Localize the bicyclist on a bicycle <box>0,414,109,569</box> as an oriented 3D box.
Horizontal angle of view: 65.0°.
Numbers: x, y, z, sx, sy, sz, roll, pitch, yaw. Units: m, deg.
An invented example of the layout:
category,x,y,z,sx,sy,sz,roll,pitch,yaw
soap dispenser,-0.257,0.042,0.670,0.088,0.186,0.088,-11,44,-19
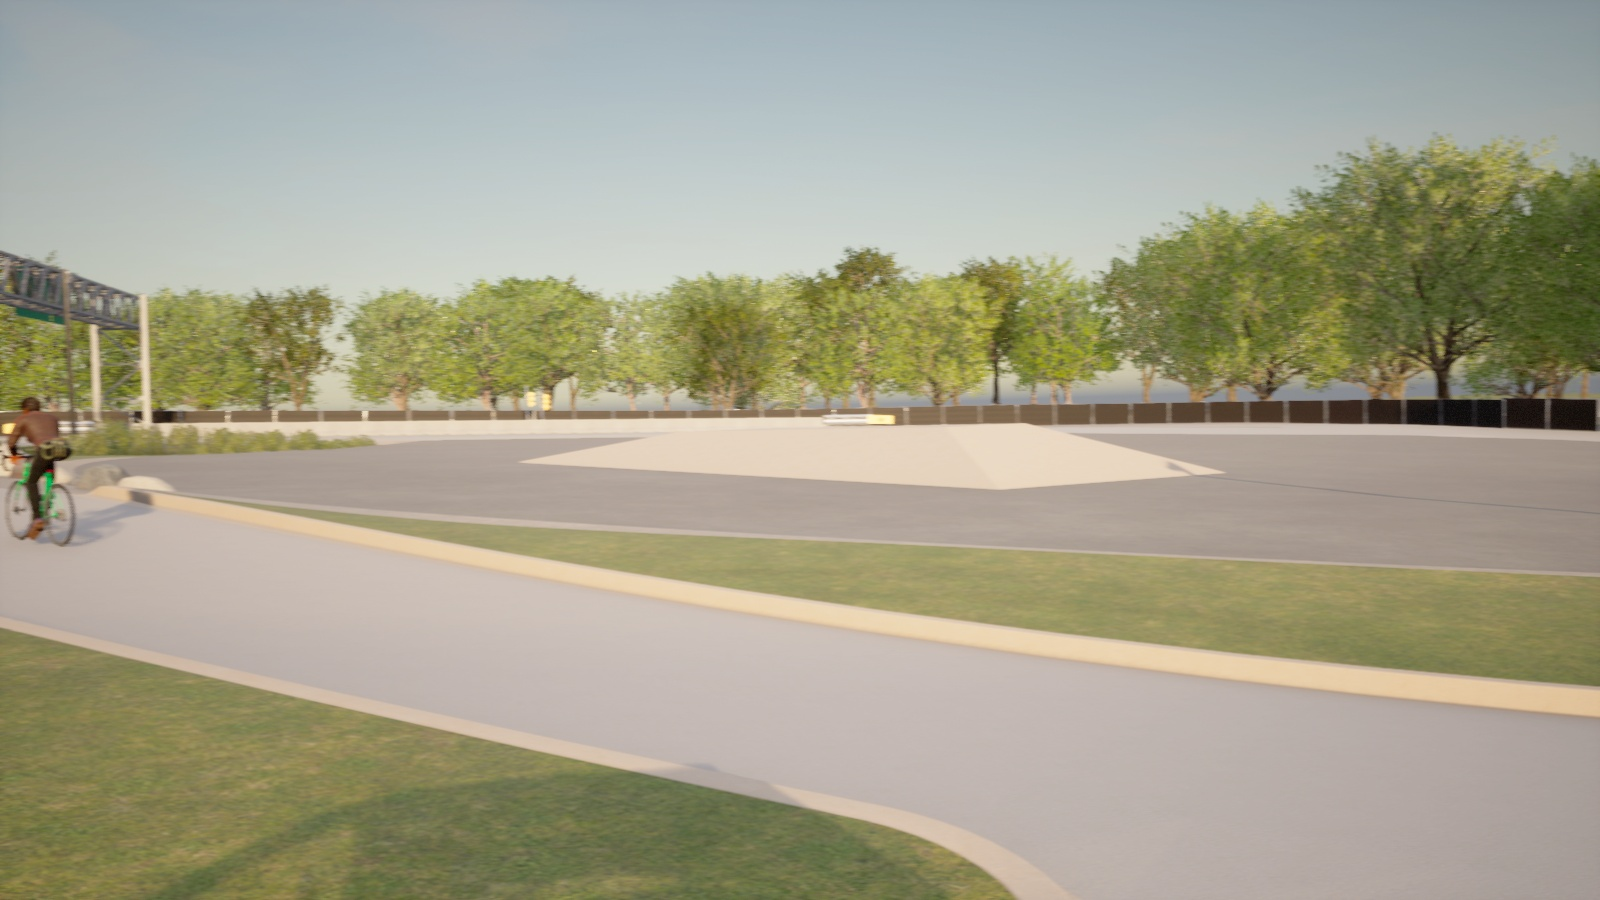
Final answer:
category,x,y,z,sx,sy,sz,roll,pitch,yaw
bicyclist on a bicycle,-8.410,0.420,13.948,1.656,1.620,0.582,1,3,36
